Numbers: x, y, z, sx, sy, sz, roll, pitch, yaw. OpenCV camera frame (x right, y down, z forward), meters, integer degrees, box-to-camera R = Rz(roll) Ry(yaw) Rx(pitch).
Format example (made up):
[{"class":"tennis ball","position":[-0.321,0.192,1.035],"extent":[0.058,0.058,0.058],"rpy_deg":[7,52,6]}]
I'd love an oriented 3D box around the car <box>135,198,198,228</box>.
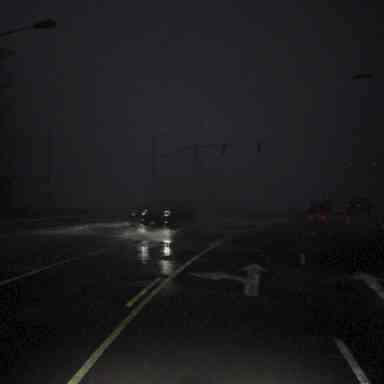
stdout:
[{"class":"car","position":[-1.348,1.240,21.580],"extent":[2.097,1.767,4.553],"rpy_deg":[1,0,26]}]

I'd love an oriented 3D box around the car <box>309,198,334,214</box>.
[{"class":"car","position":[13.538,1.394,34.712],"extent":[2.128,1.511,4.902],"rpy_deg":[1,0,30]}]

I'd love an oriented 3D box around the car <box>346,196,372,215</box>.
[{"class":"car","position":[16.534,1.286,32.887],"extent":[2.097,1.767,4.553],"rpy_deg":[1,0,30]}]

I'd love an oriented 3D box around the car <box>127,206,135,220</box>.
[{"class":"car","position":[-3.092,1.349,25.954],"extent":[2.128,1.511,4.902],"rpy_deg":[0,0,27]}]
